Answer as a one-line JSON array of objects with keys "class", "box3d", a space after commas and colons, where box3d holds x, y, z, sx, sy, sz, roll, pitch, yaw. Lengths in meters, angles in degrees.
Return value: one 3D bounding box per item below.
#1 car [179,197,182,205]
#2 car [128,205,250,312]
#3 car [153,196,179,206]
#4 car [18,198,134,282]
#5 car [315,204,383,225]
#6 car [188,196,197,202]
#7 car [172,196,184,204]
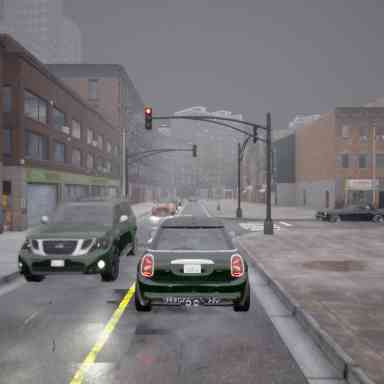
[{"class": "car", "box3d": [-2.776, 1.562, 43.349, 2.033, 1.411, 5.357, 0, 0, 0]}, {"class": "car", "box3d": [0.022, 1.352, 7.888, 2.097, 1.767, 4.553, 0, 0, 0]}, {"class": "car", "box3d": [-2.792, 1.359, 33.880, 2.097, 1.767, 4.553, 0, 0, 0]}, {"class": "car", "box3d": [-3.027, 1.221, 10.123, 2.150, 2.045, 5.566, 0, 0, -1]}, {"class": "car", "box3d": [11.177, 1.530, 23.216, 4.718, 1.301, 1.895, 0, 0, 0]}, {"class": "car", "box3d": [0.133, 1.611, 75.555, 1.994, 1.385, 4.181, 0, 0, 0]}, {"class": "car", "box3d": [-2.686, 1.588, 64.029, 2.033, 1.411, 5.357, 0, 0, 1]}]
